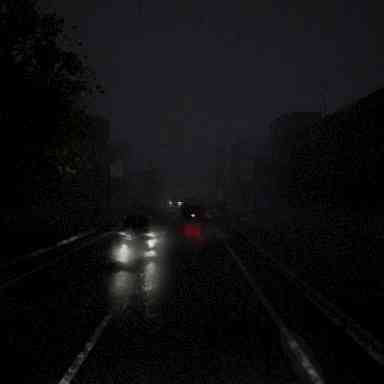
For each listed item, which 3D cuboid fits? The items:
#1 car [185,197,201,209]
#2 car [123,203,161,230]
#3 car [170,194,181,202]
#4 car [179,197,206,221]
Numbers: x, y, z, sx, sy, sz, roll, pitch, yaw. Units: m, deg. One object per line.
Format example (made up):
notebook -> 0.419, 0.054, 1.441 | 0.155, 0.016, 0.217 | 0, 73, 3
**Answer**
car -> 0.076, 1.364, 42.985 | 1.994, 1.385, 4.181 | 0, 1, 0
car -> -3.111, 1.447, 21.274 | 1.882, 1.535, 5.008 | 0, 0, 0
car -> -3.063, 1.059, 62.147 | 1.882, 1.535, 5.008 | 0, 1, 0
car -> 0.085, 1.446, 26.825 | 1.837, 1.490, 4.892 | 0, 1, 0
